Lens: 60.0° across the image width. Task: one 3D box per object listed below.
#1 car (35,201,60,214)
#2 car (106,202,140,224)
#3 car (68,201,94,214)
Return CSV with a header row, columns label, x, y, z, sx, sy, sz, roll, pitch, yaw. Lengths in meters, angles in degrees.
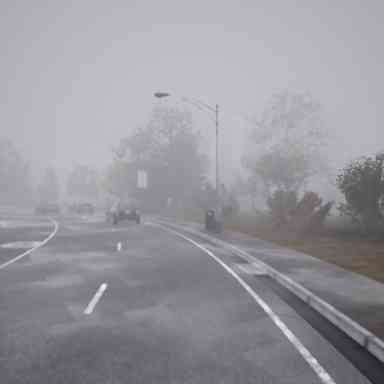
label,x,y,z,sx,sy,sz,roll,pitch,yaw
car,-17.344,1.829,39.804,2.128,1.511,4.902,1,-1,-39
car,-5.822,1.636,27.636,2.097,1.767,4.553,1,-1,-24
car,-13.629,1.882,40.669,2.128,1.511,4.902,1,-1,-38
